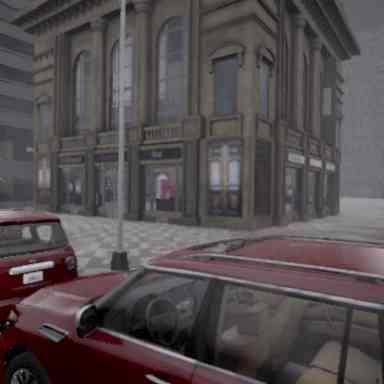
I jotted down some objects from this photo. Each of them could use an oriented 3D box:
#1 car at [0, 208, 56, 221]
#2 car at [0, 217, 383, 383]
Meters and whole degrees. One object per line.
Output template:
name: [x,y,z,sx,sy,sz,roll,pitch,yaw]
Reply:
car: [-4.092,1.196,5.894,5.009,1.841,2.192,1,1,36]
car: [0.470,1.297,2.631,5.009,1.841,2.192,1,1,36]
